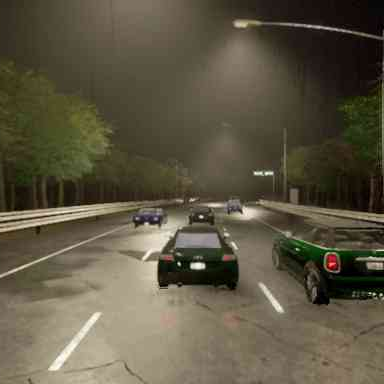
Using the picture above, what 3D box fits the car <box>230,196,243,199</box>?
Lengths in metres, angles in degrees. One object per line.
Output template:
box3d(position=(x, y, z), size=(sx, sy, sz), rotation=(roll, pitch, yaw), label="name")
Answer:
box3d(position=(8.591, 1.889, 66.781), size=(2.150, 2.045, 5.566), rotation=(0, -1, 9), label="car")

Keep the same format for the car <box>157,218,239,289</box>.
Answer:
box3d(position=(0.159, 1.658, 9.508), size=(1.994, 1.385, 4.181), rotation=(0, -1, 1), label="car")

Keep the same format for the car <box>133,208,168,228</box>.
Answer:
box3d(position=(-2.860, 1.816, 24.026), size=(1.895, 1.301, 4.718), rotation=(0, -1, 3), label="car")

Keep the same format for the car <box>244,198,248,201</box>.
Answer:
box3d(position=(13.597, 2.386, 92.485), size=(1.882, 1.535, 5.008), rotation=(0, 0, 13), label="car")

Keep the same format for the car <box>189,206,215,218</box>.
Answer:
box3d(position=(0.805, 1.825, 26.704), size=(1.994, 1.385, 4.181), rotation=(0, -1, 3), label="car")

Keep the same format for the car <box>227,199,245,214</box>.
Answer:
box3d(position=(5.334, 1.968, 41.487), size=(2.033, 1.411, 5.357), rotation=(0, -1, 6), label="car")

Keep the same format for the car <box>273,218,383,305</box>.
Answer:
box3d(position=(3.530, 1.455, 8.484), size=(2.097, 1.767, 4.553), rotation=(0, -1, 1), label="car")
